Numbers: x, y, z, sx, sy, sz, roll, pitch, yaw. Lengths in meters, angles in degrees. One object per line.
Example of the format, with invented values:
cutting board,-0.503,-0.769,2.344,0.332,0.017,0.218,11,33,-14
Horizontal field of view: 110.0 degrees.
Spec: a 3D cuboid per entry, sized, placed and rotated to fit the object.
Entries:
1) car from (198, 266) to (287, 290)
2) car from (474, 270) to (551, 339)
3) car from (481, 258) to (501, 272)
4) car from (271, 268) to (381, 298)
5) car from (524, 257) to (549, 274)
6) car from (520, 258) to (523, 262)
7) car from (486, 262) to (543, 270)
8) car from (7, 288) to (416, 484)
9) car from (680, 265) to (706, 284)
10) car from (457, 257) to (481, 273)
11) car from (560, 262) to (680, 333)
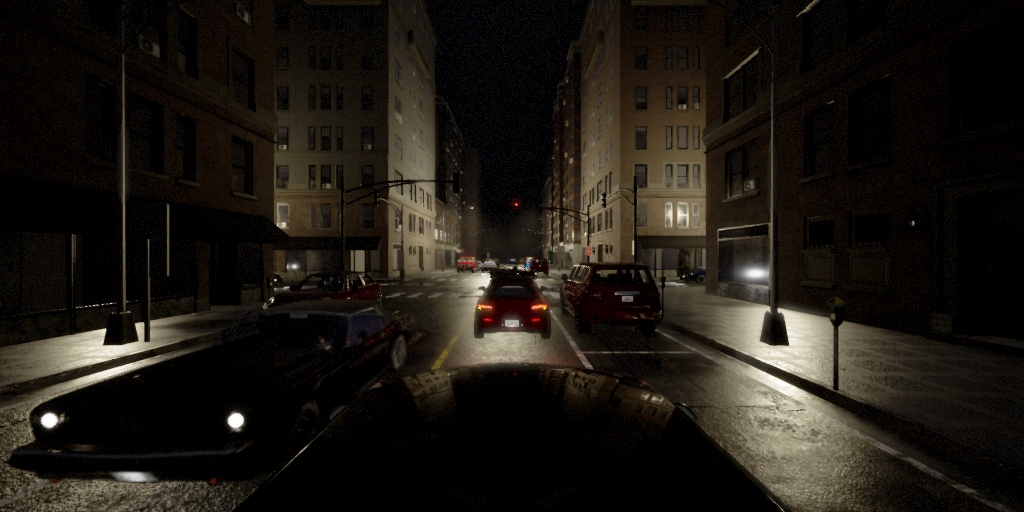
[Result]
car,-17.077,1.362,22.858,4.181,1.385,1.994,0,0,0
car,0.021,1.276,9.960,1.812,1.442,4.674,0,0,1
car,-2.775,1.295,44.501,2.033,1.411,5.357,0,0,0
car,-5.373,1.190,10.619,1.967,1.591,4.097,0,0,0
car,2.766,1.063,37.660,2.192,1.841,5.009,0,0,0
car,2.784,1.061,54.172,2.192,1.841,5.009,0,0,0
car,0.066,1.346,27.058,1.895,1.301,4.718,0,0,-28
car,-2.848,1.351,4.905,1.895,1.301,4.718,0,0,0
car,14.289,1.271,25.679,4.181,1.385,1.994,0,0,-1
car,-5.342,1.062,43.178,2.192,1.841,5.009,0,0,0
car,2.652,1.064,10.604,2.192,1.841,5.009,0,0,0
